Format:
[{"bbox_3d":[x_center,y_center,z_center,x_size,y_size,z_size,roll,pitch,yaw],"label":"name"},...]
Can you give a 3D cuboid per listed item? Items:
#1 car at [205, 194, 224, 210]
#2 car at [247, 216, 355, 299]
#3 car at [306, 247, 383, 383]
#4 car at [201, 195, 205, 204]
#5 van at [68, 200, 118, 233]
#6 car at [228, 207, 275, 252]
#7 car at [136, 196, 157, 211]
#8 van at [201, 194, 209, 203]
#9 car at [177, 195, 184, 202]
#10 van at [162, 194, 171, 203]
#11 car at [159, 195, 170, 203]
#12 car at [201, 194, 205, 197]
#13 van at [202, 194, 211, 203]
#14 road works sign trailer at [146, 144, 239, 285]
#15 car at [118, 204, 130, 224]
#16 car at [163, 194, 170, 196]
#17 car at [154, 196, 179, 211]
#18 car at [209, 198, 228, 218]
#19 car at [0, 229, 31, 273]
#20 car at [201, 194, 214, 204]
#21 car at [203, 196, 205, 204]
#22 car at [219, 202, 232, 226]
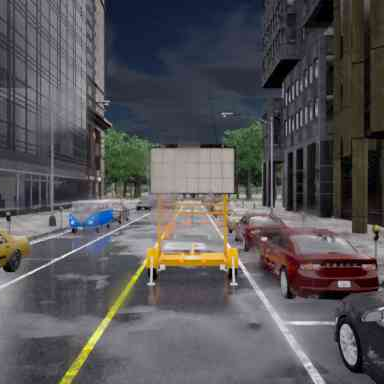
[{"bbox_3d":[2.818,1.320,35.475,2.192,1.841,5.009,0,0,0],"label":"car"},{"bbox_3d":[2.776,1.545,8.287,1.887,1.381,4.507,0,0,0],"label":"car"},{"bbox_3d":[2.767,1.551,2.849,2.008,1.369,4.403,0,0,0],"label":"car"},{"bbox_3d":[2.844,1.557,51.788,1.887,1.381,4.507,0,0,0],"label":"car"},{"bbox_3d":[-5.733,1.342,19.176,1.690,1.788,3.998,0,0,0],"label":"van"},{"bbox_3d":[2.784,1.545,13.725,1.887,1.381,4.507,0,0,0],"label":"car"},{"bbox_3d":[-5.698,1.573,40.926,1.947,1.339,4.313,0,0,0],"label":"car"},{"bbox_3d":[2.879,1.367,73.538,1.690,1.788,3.998,0,0,0],"label":"van"},{"bbox_3d":[-2.876,1.520,77.438,2.128,1.511,4.902,0,0,0],"label":"car"},{"bbox_3d":[-5.647,1.367,73.552,1.690,1.788,3.998,0,0,0],"label":"van"},{"bbox_3d":[-5.655,1.462,68.114,1.967,1.590,4.097,0,0,0],"label":"car"},{"bbox_3d":[2.853,1.455,57.225,1.967,1.590,4.097,0,0,0],"label":"car"},{"bbox_3d":[2.870,1.363,68.100,1.690,1.788,3.998,0,0,0],"label":"van"},{"bbox_3d":[0.015,0.465,9.434,2.380,3.560,2.880,0,0,0],"label":"road works sign trailer"},{"bbox_3d":[-5.724,1.553,24.614,2.008,1.369,4.403,0,0,0],"label":"car"},{"bbox_3d":[-5.664,1.544,62.507,1.752,1.417,4.829,0,0,0],"label":"car"},{"bbox_3d":[-3.036,1.554,40.778,2.033,1.411,5.357,0,0,0],"label":"car"},{"bbox_3d":[2.810,1.529,30.207,1.752,1.417,4.829,0,0,0],"label":"car"},{"bbox_3d":[-5.750,1.526,8.131,1.752,1.417,4.829,0,0,0],"label":"car"},{"bbox_3d":[2.861,1.334,62.663,2.192,1.841,5.009,0,0,0],"label":"car"},{"bbox_3d":[2.836,1.535,46.520,1.752,1.417,4.829,0,0,0],"label":"car"},{"bbox_3d":[2.793,1.527,19.332,1.752,1.417,4.829,0,0,0],"label":"car"}]
